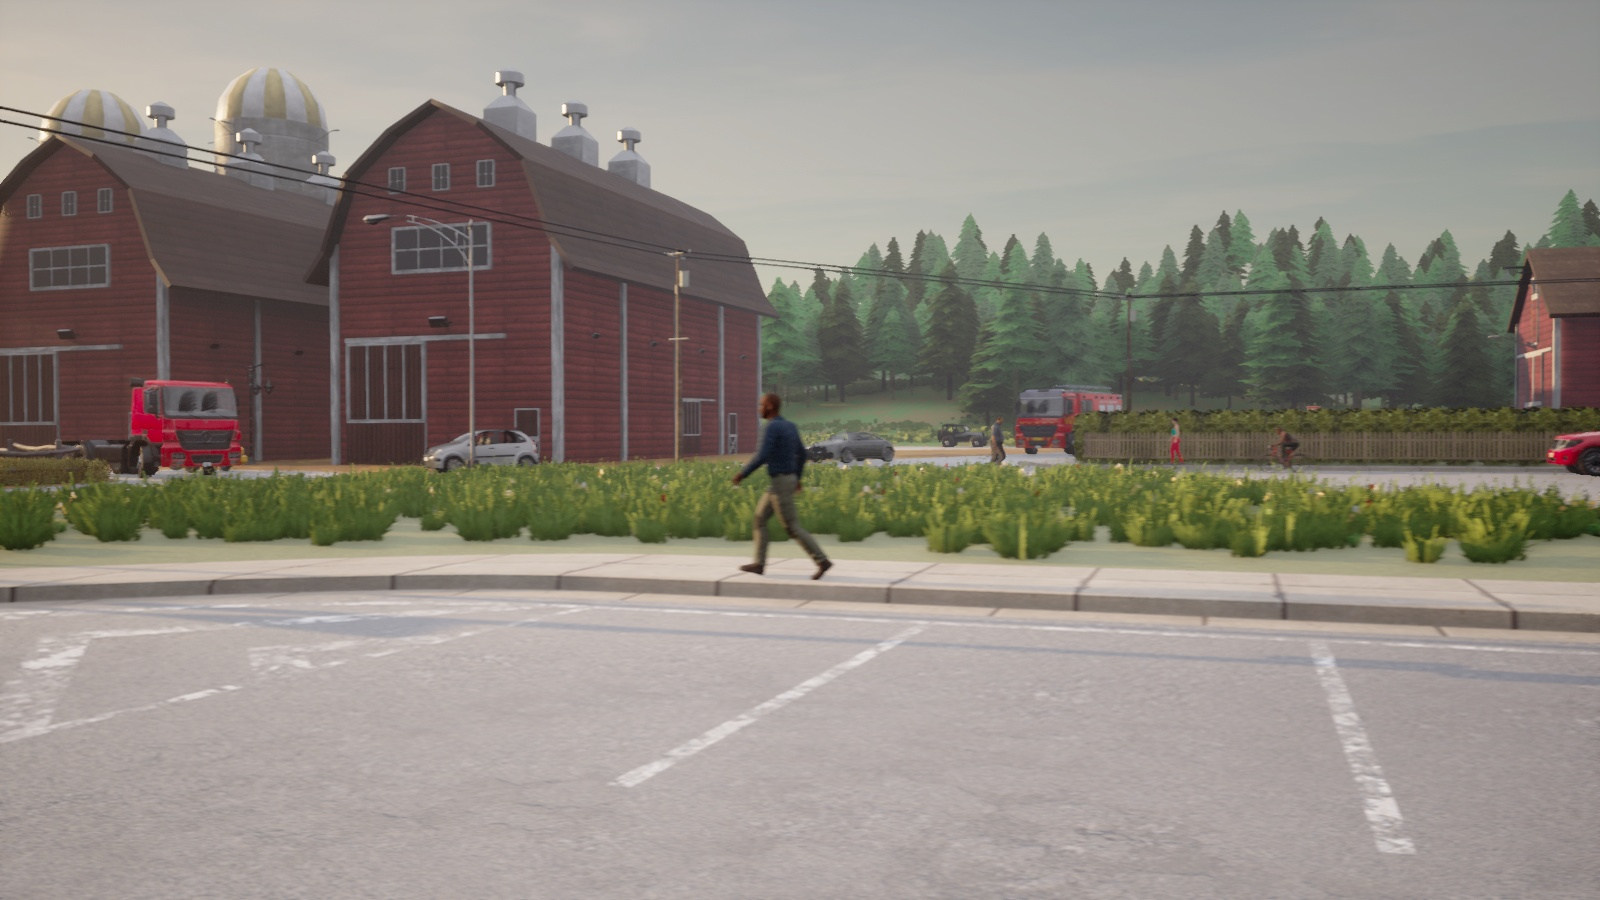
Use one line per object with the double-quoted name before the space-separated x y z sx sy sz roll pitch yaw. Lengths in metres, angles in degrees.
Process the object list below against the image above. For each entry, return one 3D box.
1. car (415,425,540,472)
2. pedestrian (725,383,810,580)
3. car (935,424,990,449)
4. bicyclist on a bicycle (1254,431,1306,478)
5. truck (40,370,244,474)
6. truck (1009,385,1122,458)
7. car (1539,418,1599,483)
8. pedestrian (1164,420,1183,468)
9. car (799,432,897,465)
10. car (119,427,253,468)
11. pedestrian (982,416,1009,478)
"car" -11.698 -0.085 45.577 3.988 1.617 1.851 -1 1 -33
"pedestrian" -0.305 0.289 11.981 0.726 1.835 0.370 1 1 18
"car" 12.591 -1.027 97.213 3.866 1.878 1.905 1 1 20
"bicyclist on a bicycle" 16.615 0.145 43.530 1.656 1.620 0.582 0 1 19
"truck" -23.687 -0.965 45.069 7.936 3.462 2.891 1 1 32
"truck" 14.963 -1.580 70.291 2.891 3.827 8.468 1 1 36
"car" 26.903 0.007 39.923 5.566 2.045 2.150 1 1 19
"pedestrian" 14.241 -0.231 47.878 0.594 1.836 0.345 1 1 27
"car" 2.185 -0.101 56.177 4.181 1.385 1.994 -1 1 -43
"car" -24.370 -0.124 49.809 5.366 1.575 1.801 1 1 25
"pedestrian" 5.877 -0.100 37.729 0.694 1.848 0.540 1 1 19
